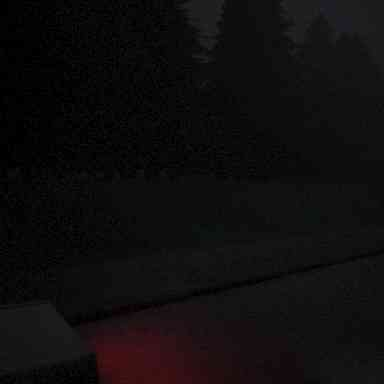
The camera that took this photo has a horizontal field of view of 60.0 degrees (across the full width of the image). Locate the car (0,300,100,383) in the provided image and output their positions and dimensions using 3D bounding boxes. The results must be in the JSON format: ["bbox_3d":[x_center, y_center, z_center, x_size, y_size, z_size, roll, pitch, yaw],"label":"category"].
[{"bbox_3d":[-3.232,1.608,2.300,4.718,1.301,1.895,0,0,-35],"label":"car"}]
